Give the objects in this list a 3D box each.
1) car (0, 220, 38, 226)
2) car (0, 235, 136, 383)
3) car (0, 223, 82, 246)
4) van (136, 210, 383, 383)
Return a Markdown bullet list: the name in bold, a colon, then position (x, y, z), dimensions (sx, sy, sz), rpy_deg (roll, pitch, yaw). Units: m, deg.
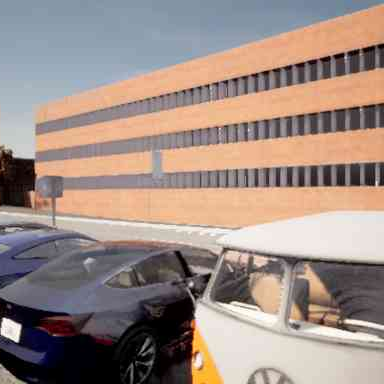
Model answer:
- **car**: position (-5.167, 1.506, 8.680), dimensions (2.002, 1.452, 4.674), rpy_deg (0, 0, 35)
- **car**: position (-0.550, 1.504, 5.421), dimensions (2.163, 1.488, 4.792), rpy_deg (0, 0, 35)
- **car**: position (-2.869, 1.511, 7.035), dimensions (2.002, 1.452, 4.674), rpy_deg (0, 0, 35)
- **van**: position (1.666, 1.253, 3.661), dimensions (1.878, 1.987, 4.442), rpy_deg (0, 0, 35)
